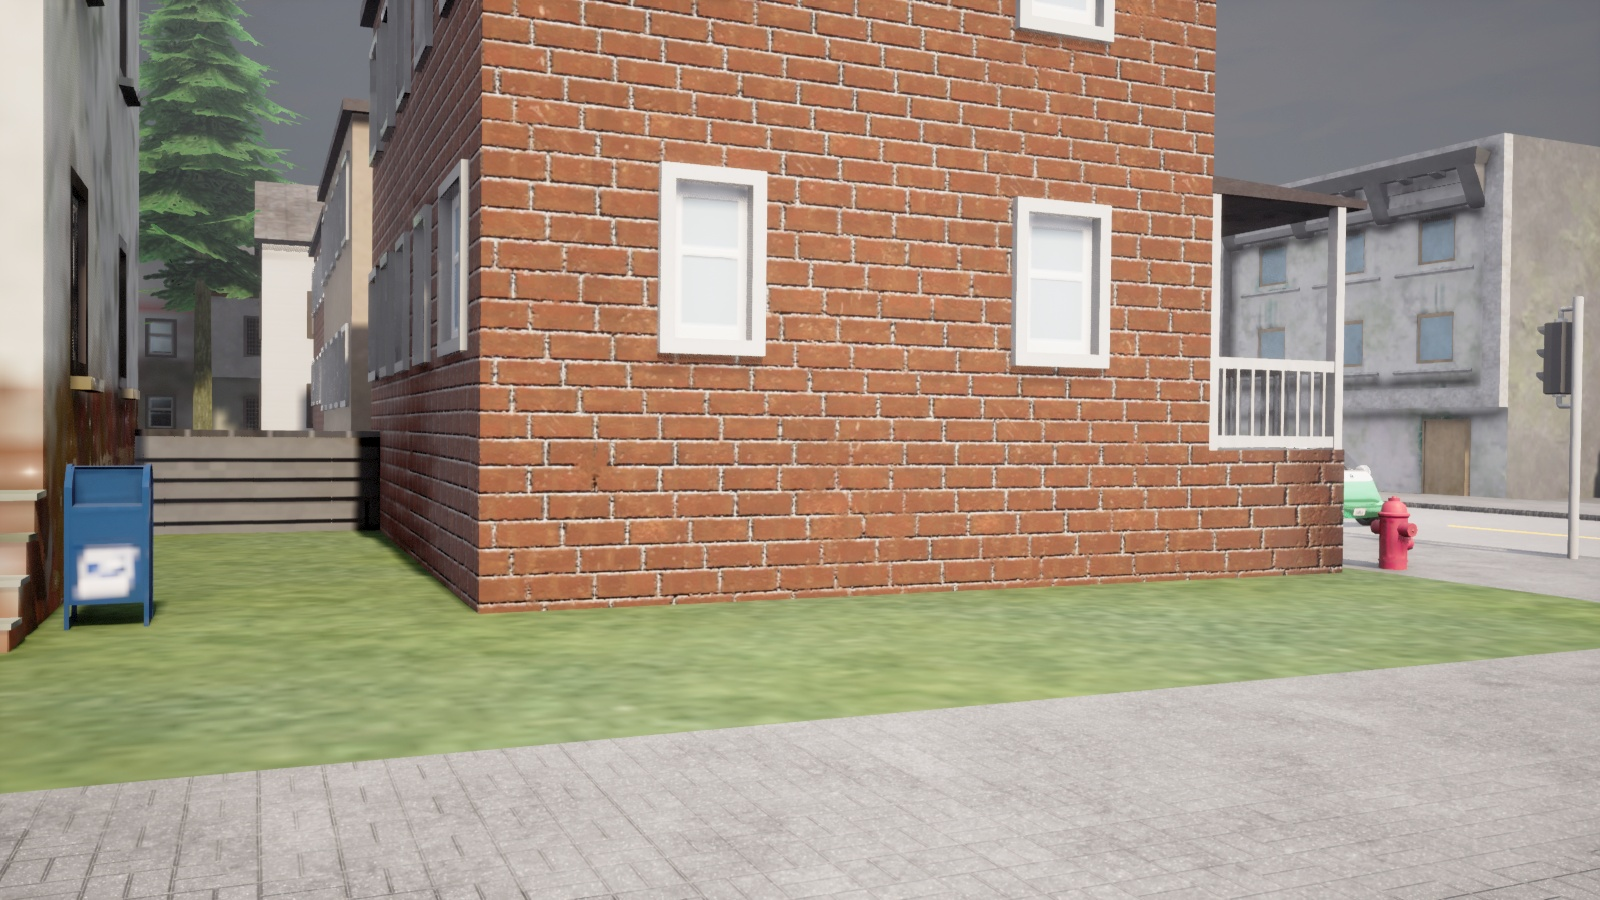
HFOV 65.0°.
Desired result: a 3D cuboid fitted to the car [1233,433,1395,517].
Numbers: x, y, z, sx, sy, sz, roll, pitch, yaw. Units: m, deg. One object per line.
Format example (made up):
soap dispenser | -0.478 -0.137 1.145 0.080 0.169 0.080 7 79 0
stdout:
car | 8.938 0.399 21.956 1.481 1.376 2.207 -1 1 -23
